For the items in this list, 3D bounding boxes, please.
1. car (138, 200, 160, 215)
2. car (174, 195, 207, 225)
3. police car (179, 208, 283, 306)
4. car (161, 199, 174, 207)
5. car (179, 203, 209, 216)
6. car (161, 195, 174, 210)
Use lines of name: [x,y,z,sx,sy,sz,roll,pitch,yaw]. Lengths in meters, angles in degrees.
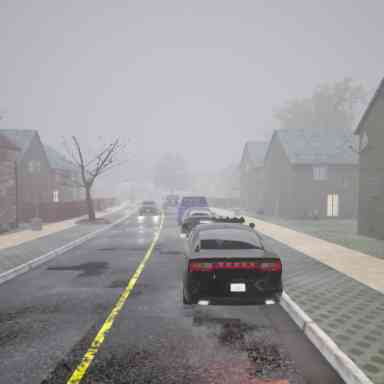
car: [-4.465,1.599,34.538,1.837,1.490,4.892,0,0,-5]
car: [0.004,1.263,24.257,2.150,2.045,5.566,0,0,-4]
police car: [0.721,1.425,8.248,1.930,1.638,5.238,0,0,-1]
car: [-4.198,1.814,56.051,1.895,1.301,4.718,0,0,-9]
car: [0.354,1.545,18.197,1.812,1.442,4.674,0,0,-3]
car: [-2.682,1.356,44.579,2.150,2.045,5.566,0,0,-7]
